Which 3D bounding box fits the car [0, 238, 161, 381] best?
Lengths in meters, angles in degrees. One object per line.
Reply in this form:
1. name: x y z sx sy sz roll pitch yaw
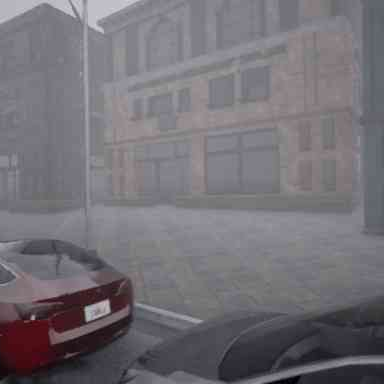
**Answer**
1. car: -3.086 1.516 5.459 4.792 1.488 2.163 0 0 35
